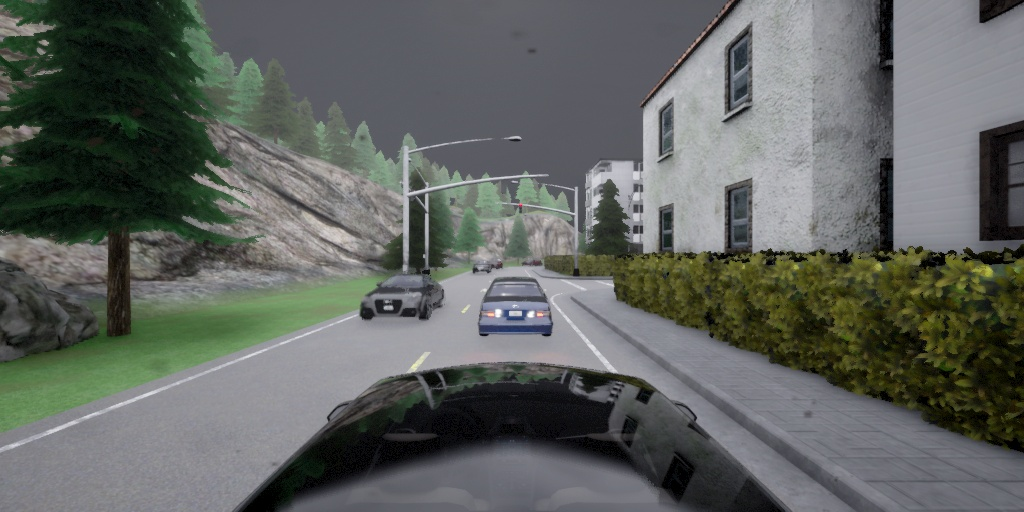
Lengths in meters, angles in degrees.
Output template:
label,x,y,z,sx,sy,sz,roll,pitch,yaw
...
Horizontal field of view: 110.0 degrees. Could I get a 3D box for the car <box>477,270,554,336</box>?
label,x,y,z,sx,sy,sz,roll,pitch,yaw
car,0.088,1.297,10.313,2.033,1.411,5.357,0,0,0

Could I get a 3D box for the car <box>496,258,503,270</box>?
label,x,y,z,sx,sy,sz,roll,pitch,yaw
car,-2.729,1.105,52.883,2.097,1.767,4.553,0,0,11

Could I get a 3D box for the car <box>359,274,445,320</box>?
label,x,y,z,sx,sy,sz,roll,pitch,yaw
car,-3.591,1.314,12.401,1.994,1.385,4.181,0,0,0

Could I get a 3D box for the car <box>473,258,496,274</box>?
label,x,y,z,sx,sy,sz,roll,pitch,yaw
car,-3.440,1.241,41.928,2.128,1.511,4.902,0,0,2
